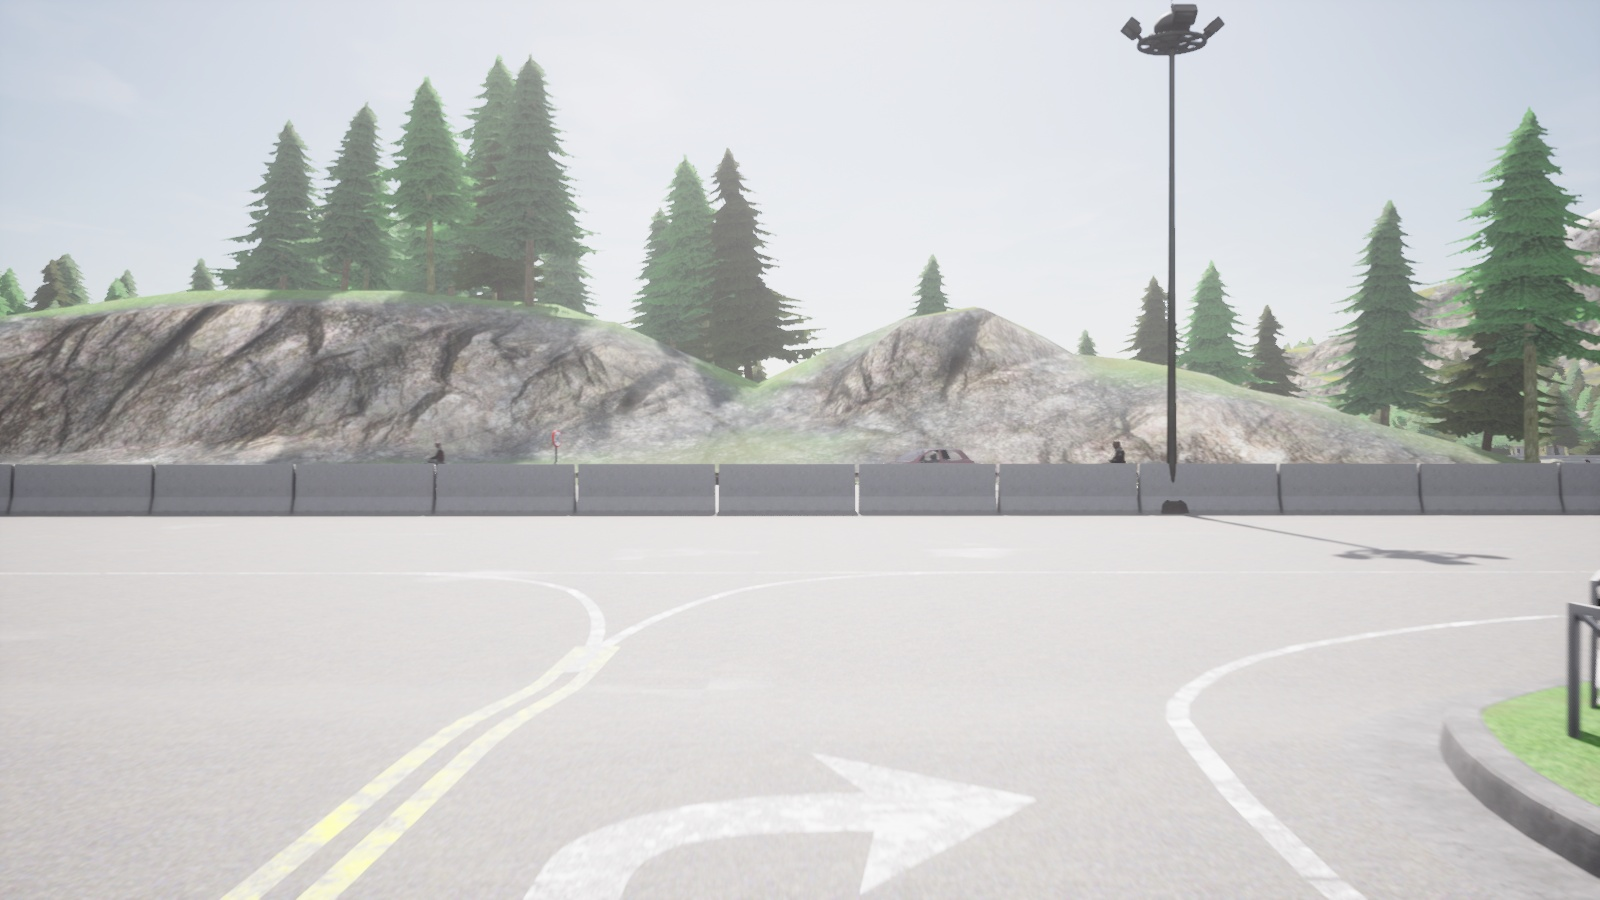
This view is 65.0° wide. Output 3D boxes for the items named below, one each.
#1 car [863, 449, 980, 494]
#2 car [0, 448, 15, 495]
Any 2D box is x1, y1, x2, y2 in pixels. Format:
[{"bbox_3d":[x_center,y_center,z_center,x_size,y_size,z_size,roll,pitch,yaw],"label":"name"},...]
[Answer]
[{"bbox_3d":[4.232,0.711,43.775,3.633,1.501,1.845,0,0,-29],"label":"car"},{"bbox_3d":[-26.827,0.665,38.881,3.806,1.475,1.970,0,0,0],"label":"car"}]
